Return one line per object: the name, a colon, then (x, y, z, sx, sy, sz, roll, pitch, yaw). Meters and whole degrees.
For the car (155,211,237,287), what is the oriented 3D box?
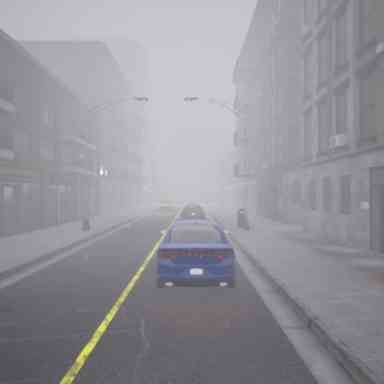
car: (0.095, 1.532, 9.487, 1.882, 1.535, 5.008, 0, 0, 0)

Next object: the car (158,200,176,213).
car: (-3.079, 1.707, 41.408, 1.882, 1.535, 5.008, 0, -1, 0)

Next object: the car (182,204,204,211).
car: (0.086, 1.722, 28.240, 1.994, 1.385, 4.181, 0, 0, 0)
